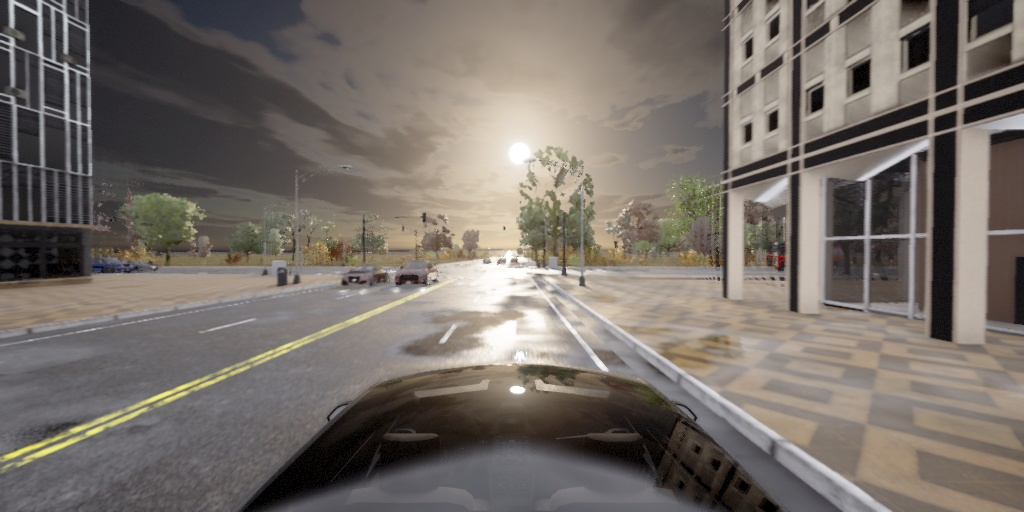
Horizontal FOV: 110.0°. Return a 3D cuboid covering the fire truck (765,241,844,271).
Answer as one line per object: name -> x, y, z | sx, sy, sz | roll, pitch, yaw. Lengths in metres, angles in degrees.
fire truck -> 38.337, -0.065, 46.974 | 8.468, 3.827, 2.891 | 0, 1, 3

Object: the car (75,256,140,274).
car -> -47.252, 1.065, 41.636 | 5.566, 2.045, 2.150 | 0, 1, 3

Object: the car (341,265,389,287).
car -> -9.804, 1.303, 24.266 | 1.994, 1.385, 4.181 | 0, 0, 0

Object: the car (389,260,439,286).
car -> -6.548, 1.089, 25.009 | 2.097, 1.767, 4.553 | 0, 0, 1
